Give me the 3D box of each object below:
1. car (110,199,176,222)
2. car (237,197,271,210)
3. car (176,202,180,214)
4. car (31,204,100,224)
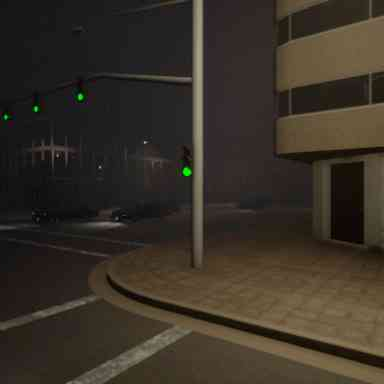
[{"bbox_3d":[-3.907,1.532,26.332,2.033,1.411,5.357,0,0,36],"label":"car"},{"bbox_3d":[7.646,1.533,42.238,2.033,1.411,5.357,0,0,36],"label":"car"},{"bbox_3d":[-3.147,1.487,33.339,1.837,1.490,4.892,0,0,36],"label":"car"},{"bbox_3d":[-9.349,1.583,24.787,1.895,1.301,4.718,0,0,36],"label":"car"}]
